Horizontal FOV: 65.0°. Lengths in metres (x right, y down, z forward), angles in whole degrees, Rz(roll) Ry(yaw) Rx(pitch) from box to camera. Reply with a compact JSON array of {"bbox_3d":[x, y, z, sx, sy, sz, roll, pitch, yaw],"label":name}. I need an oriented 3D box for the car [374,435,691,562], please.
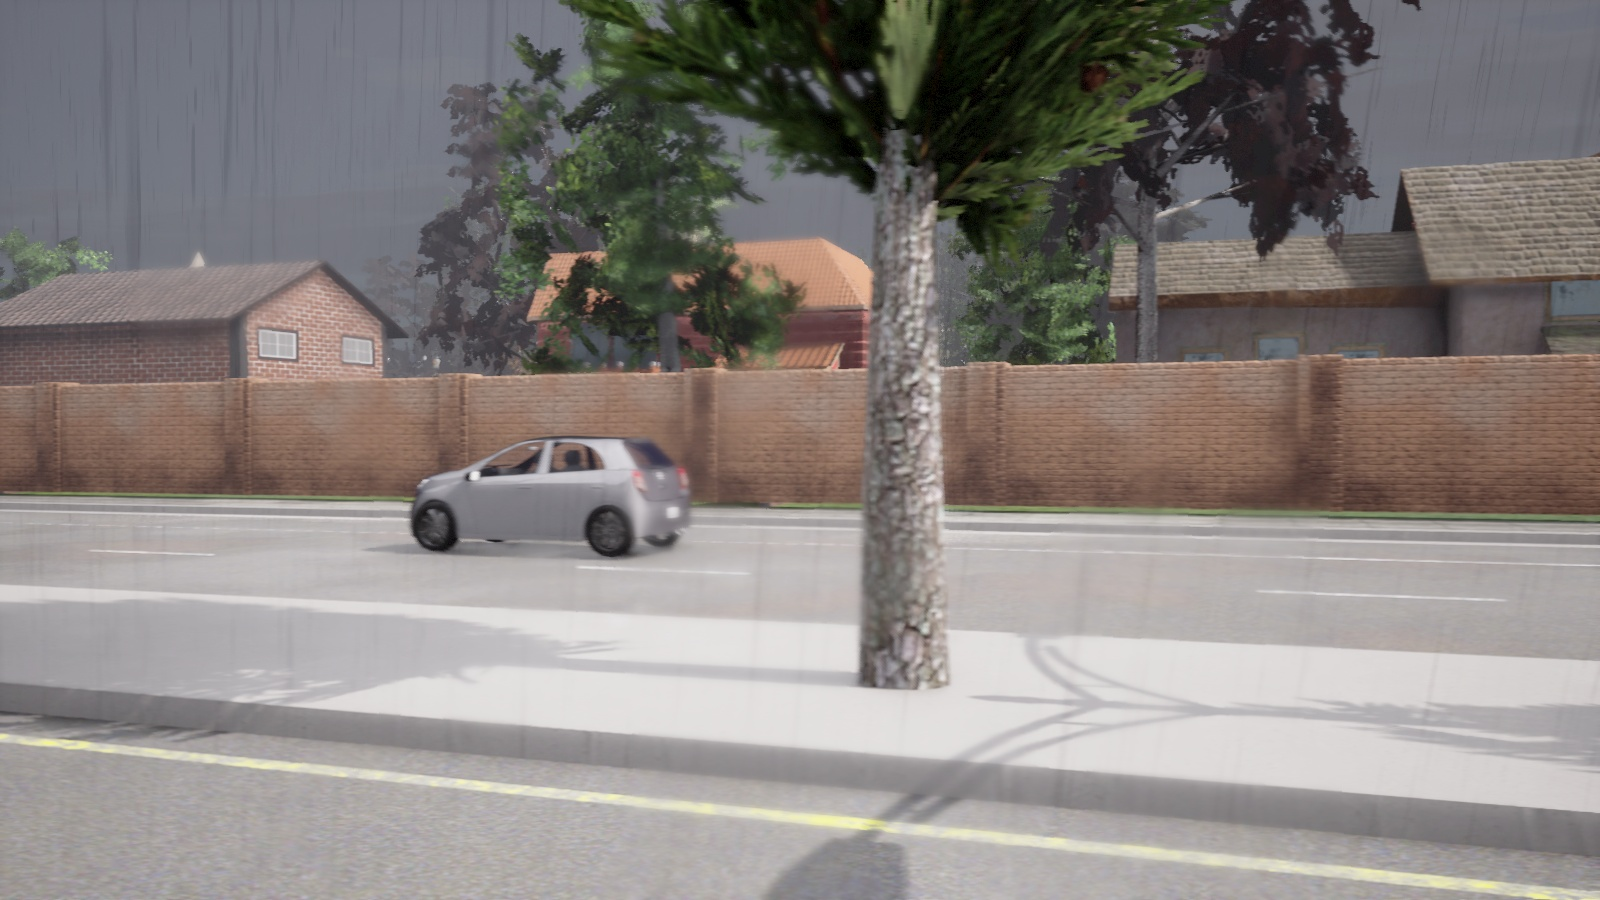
[{"bbox_3d":[-3.478,0.563,16.496,3.633,1.501,1.845,1,1,19],"label":"car"}]
